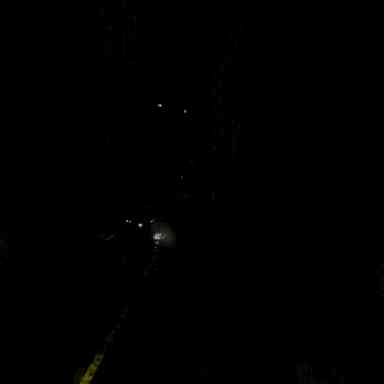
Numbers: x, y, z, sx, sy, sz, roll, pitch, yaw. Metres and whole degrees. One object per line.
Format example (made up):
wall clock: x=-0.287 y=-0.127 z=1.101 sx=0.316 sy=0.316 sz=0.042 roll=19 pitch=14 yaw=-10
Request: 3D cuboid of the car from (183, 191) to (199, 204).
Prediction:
car: x=-0.008 y=0.976 z=57.582 sx=2.150 sy=2.045 sz=5.566 roll=0 pitch=-1 yaw=0

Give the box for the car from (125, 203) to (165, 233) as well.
car: x=-2.605 y=1.410 z=19.211 sx=1.837 sy=1.490 sz=4.892 roll=0 pitch=0 yaw=0

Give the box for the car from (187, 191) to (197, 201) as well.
car: x=-0.018 y=0.864 z=73.863 sx=2.150 sy=2.045 sz=5.566 roll=0 pitch=0 yaw=0

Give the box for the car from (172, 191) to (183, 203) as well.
car: x=-2.539 y=0.928 z=62.066 sx=2.150 sy=2.045 sz=5.566 roll=0 pitch=0 yaw=1

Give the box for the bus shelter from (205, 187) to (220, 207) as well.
bus shelter: x=2.866 y=0.651 z=47.503 sx=1.920 sy=2.740 sz=3.880 roll=0 pitch=0 yaw=0
